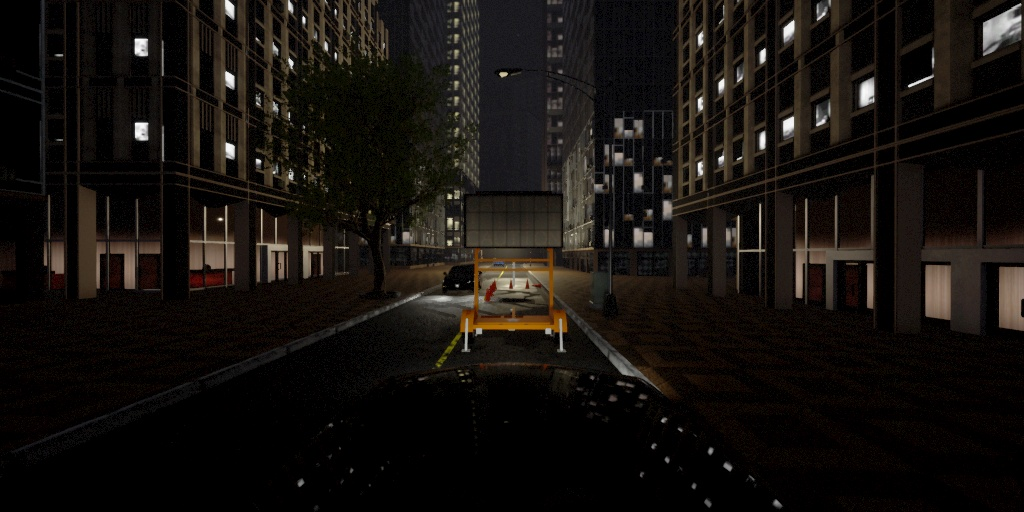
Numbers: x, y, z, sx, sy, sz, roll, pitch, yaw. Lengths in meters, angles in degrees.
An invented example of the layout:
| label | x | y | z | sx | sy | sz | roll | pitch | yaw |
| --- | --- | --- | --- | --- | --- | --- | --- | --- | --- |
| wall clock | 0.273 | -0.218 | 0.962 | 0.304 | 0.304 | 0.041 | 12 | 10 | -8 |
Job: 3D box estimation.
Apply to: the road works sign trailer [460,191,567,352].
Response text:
| label | x | y | z | sx | sy | sz | roll | pitch | yaw |
| --- | --- | --- | --- | --- | --- | --- | --- | --- | --- |
| road works sign trailer | 0.042 | 0.214 | 8.893 | 2.380 | 3.560 | 2.880 | 0 | 0 | 0 |

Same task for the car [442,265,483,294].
| label | x | y | z | sx | sy | sz | roll | pitch | yaw |
| --- | --- | --- | --- | --- | --- | --- | --- | --- | --- |
| car | -2.747 | 1.258 | 20.518 | 1.837 | 1.490 | 4.892 | 0 | 0 | 0 |
